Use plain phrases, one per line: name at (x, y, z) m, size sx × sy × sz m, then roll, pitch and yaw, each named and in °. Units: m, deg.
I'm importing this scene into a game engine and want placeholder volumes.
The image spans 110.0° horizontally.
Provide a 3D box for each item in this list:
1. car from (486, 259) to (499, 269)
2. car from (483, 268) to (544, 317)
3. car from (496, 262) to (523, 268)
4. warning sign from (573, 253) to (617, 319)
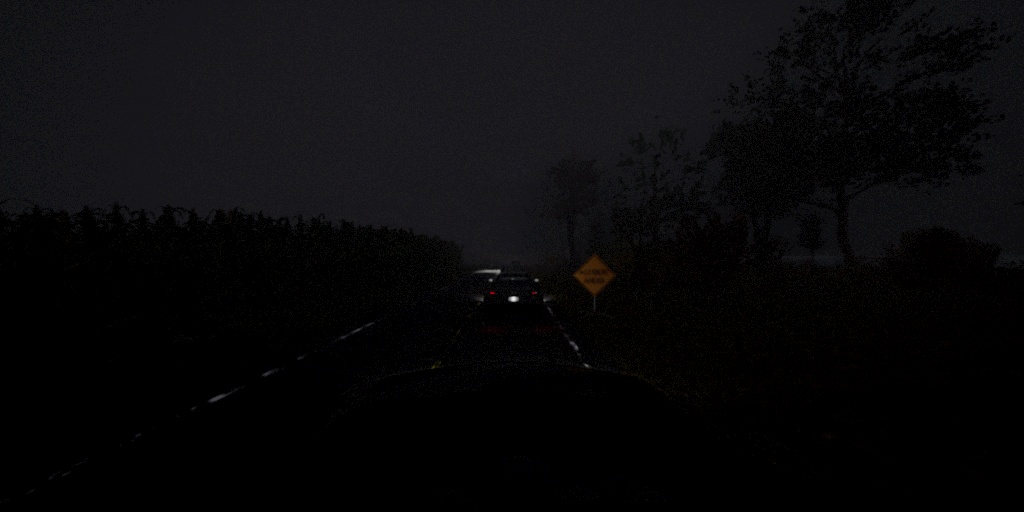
car at (-2.835, 1.203, 53.037) m, size 2.128 × 1.511 × 4.902 m, roll 0°, pitch 0°, yaw 0°
car at (0.063, 1.294, 13.041) m, size 1.994 × 1.385 × 4.181 m, roll 0°, pitch 0°, yaw 0°
car at (0.054, 1.319, 27.323) m, size 1.895 × 1.301 × 4.718 m, roll 0°, pitch 0°, yaw 0°
warning sign at (2.447, 0.850, 10.660) m, size 1.300 × 1.860 × 1.060 m, roll 0°, pitch 0°, yaw 0°
